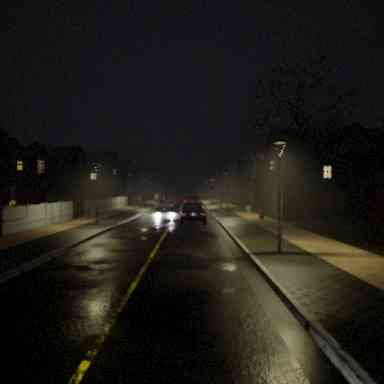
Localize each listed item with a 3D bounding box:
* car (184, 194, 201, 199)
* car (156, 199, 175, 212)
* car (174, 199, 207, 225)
[{"bbox_3d":[0.064,1.163,41.585,2.097,1.767,4.553,0,0,0],"label":"car"},{"bbox_3d":[-2.864,1.434,36.657,1.895,1.301,4.718,0,0,0],"label":"car"},{"bbox_3d":[0.079,1.441,23.288,2.033,1.411,5.357,0,0,0],"label":"car"}]
